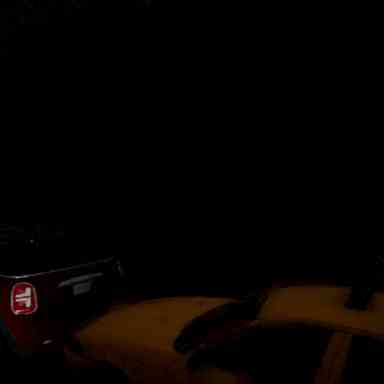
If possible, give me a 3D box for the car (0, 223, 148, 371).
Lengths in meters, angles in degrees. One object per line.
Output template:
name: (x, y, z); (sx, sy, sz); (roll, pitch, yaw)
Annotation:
car: (-3.246, 1.347, 5.849); (4.553, 1.767, 2.185); (0, 0, 36)
